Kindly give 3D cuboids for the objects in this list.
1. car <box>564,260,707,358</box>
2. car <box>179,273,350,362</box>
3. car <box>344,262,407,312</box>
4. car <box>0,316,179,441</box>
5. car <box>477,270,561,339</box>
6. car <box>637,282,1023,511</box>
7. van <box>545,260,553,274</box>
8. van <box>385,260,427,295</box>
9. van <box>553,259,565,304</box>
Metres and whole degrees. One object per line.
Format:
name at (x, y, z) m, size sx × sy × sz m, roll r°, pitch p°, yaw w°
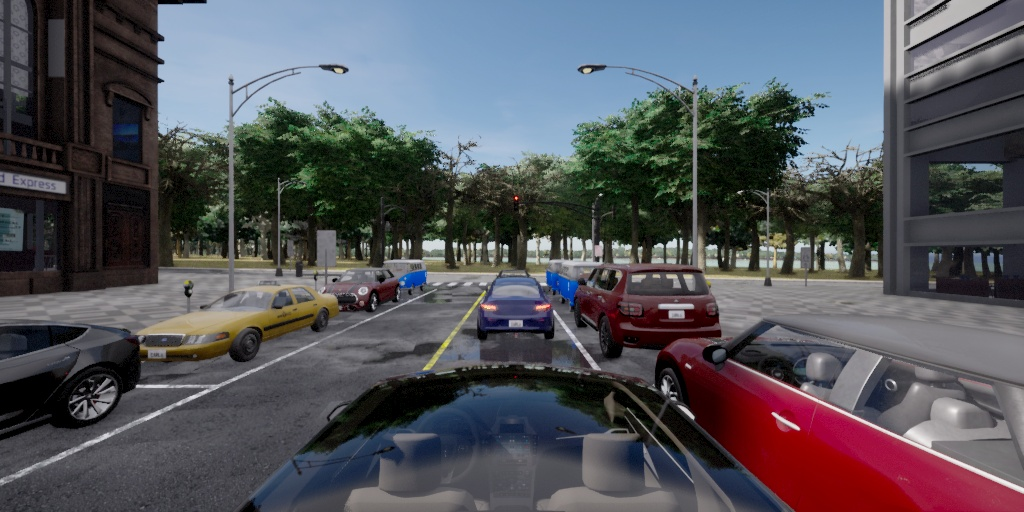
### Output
car at (2.761, 1.065, 8.401) m, size 2.192 × 1.841 × 5.009 m, roll 0°, pitch 0°, yaw 0°
car at (-5.764, 1.275, 8.229) m, size 1.751 × 1.417 × 4.829 m, roll 0°, pitch 0°, yaw 0°
car at (-5.765, 1.190, 13.836) m, size 1.967 × 1.591 × 4.097 m, roll 0°, pitch 0°, yaw 0°
car at (-5.763, 1.316, 2.961) m, size 1.948 × 1.339 × 4.313 m, roll 0°, pitch 0°, yaw 0°
car at (0.097, 1.276, 9.938) m, size 1.812 × 1.442 × 4.674 m, roll 0°, pitch 0°, yaw 0°
car at (2.763, 1.190, 2.963) m, size 1.967 × 1.591 × 4.097 m, roll 0°, pitch 0°, yaw 0°
van at (2.759, 1.091, 19.276) m, size 1.690 × 1.789 × 3.998 m, roll 0°, pitch 0°, yaw 0°
van at (-5.766, 1.091, 19.274) m, size 1.690 × 1.789 × 3.998 m, roll 0°, pitch 0°, yaw 0°
van at (2.760, 1.091, 13.838) m, size 1.690 × 1.789 × 3.998 m, roll 0°, pitch 0°, yaw 0°
